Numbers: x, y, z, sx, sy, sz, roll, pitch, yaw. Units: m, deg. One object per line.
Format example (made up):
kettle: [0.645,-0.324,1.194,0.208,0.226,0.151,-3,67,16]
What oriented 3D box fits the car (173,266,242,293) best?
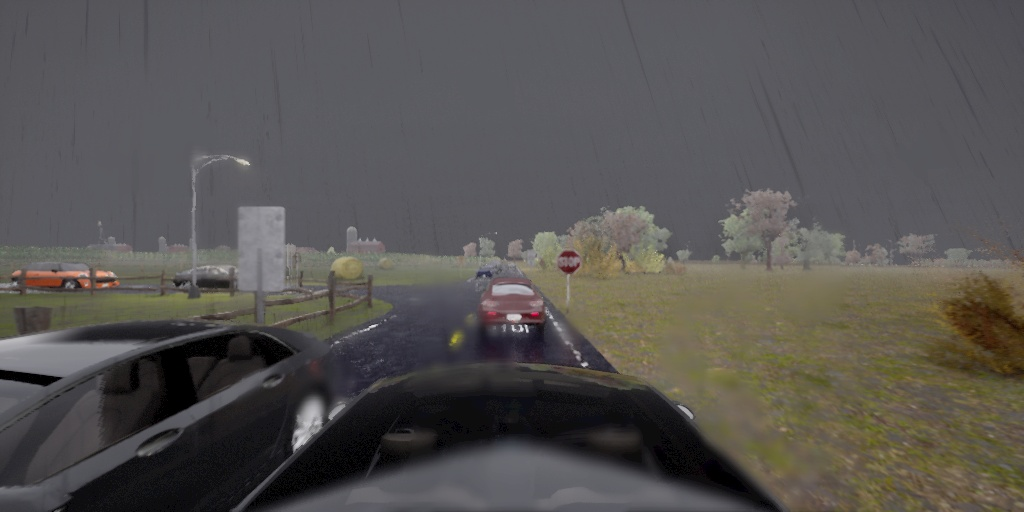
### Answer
car: [-17.337,1.357,21.525,4.902,1.511,2.128,0,0,-1]

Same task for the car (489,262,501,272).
car: [-2.867,1.836,49.045,1.994,1.385,4.181,0,-1,0]

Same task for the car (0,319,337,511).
car: [-2.850,1.258,2.063,1.837,1.490,4.892,0,-1,0]

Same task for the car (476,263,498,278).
car: [-2.869,1.758,39.083,1.895,1.301,4.718,0,-1,0]

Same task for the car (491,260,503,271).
car: [-2.844,1.657,62.947,2.150,2.045,5.566,0,0,0]

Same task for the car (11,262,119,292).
car: [-26.541,1.153,21.428,4.553,1.767,2.097,0,0,0]

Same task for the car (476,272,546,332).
car: [-0.059,1.374,11.161,1.812,1.442,4.674,0,-1,-3]
